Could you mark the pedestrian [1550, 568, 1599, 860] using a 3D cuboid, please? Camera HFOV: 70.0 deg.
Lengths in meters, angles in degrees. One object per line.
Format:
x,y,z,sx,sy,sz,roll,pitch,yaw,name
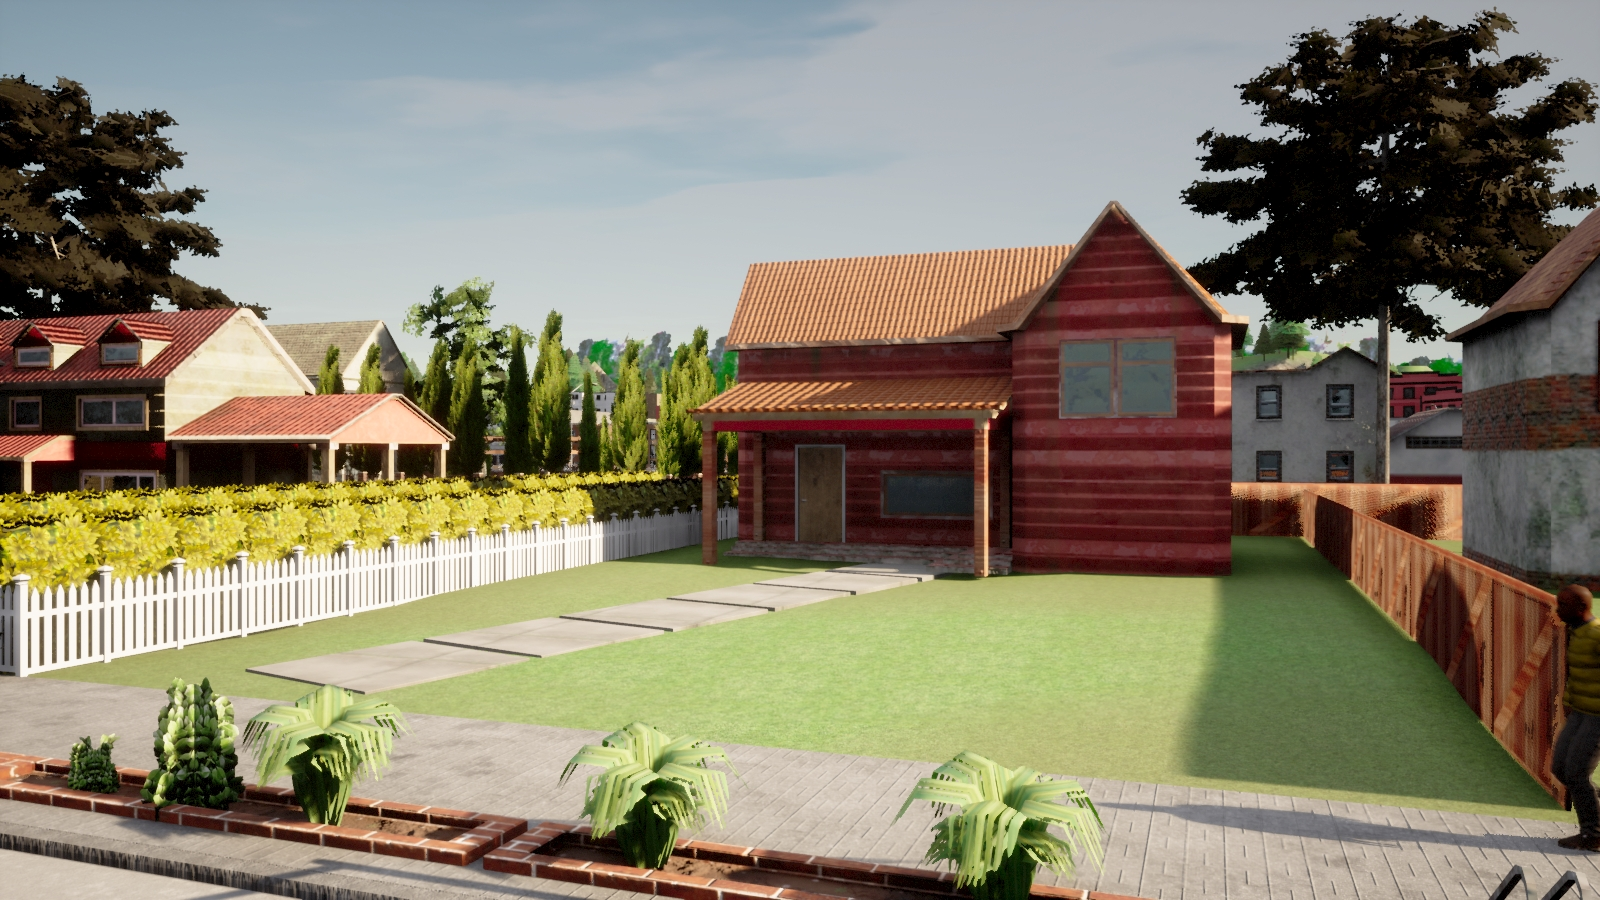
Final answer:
5.276,1.744,7.629,0.375,1.860,0.375,0,0,20,pedestrian
